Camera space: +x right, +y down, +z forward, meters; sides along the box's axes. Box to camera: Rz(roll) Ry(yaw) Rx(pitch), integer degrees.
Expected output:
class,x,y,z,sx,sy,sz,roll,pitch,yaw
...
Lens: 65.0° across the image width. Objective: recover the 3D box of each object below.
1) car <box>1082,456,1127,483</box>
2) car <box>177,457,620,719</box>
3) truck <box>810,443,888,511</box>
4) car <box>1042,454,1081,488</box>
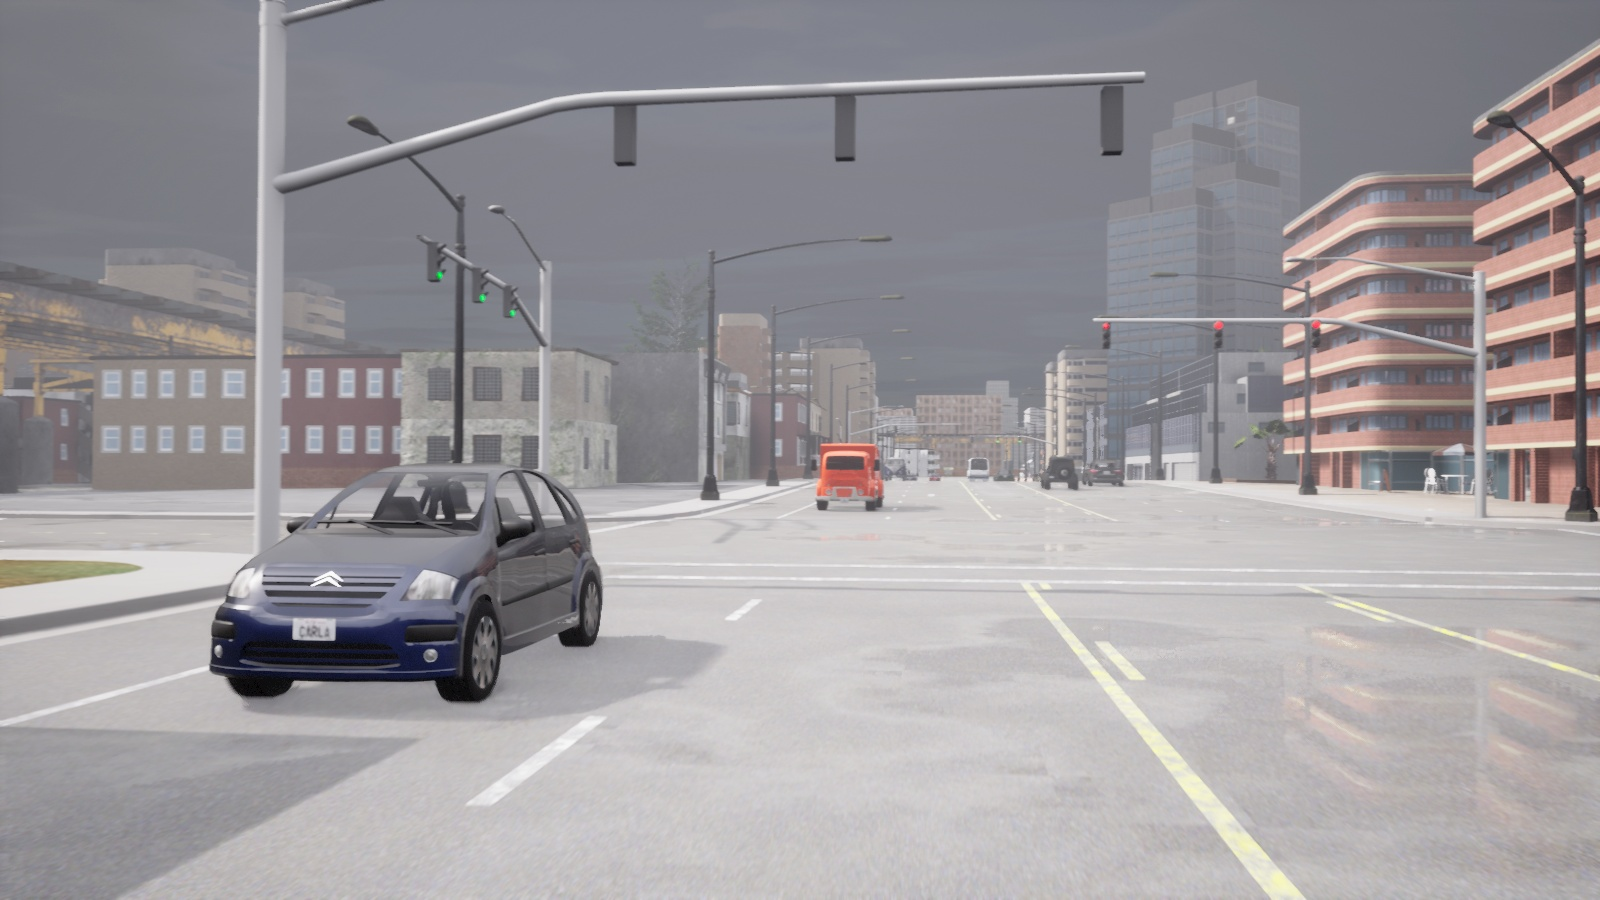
class,x,y,z,sx,sy,sz,roll,pitch,yaw
car,19.562,1.234,80.843,2.242,1.667,4.611,0,0,6
car,-2.807,0.886,9.825,1.851,1.617,3.988,0,-1,6
truck,1.937,0.990,47.890,2.627,2.467,5.204,0,0,6
car,15.232,1.213,73.305,1.905,1.878,3.866,0,0,6
